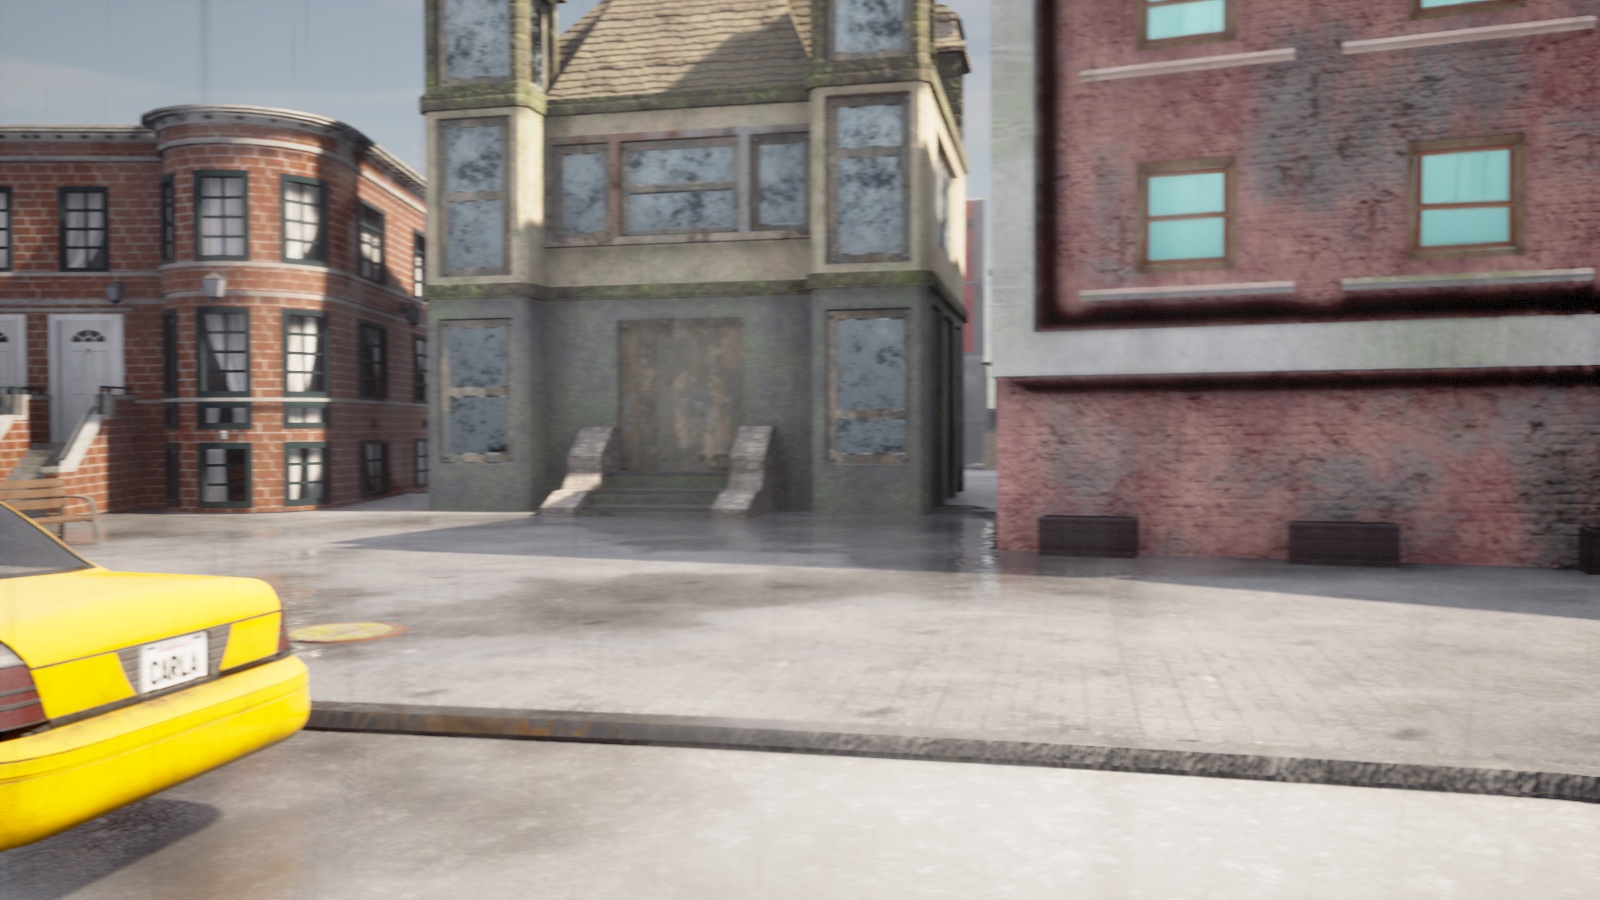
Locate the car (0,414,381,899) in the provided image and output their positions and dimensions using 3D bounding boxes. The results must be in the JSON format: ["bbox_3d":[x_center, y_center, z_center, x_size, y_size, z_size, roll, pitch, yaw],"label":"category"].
[{"bbox_3d":[-4.532,0.658,4.813,5.366,1.575,1.801,0,1,12],"label":"car"}]
